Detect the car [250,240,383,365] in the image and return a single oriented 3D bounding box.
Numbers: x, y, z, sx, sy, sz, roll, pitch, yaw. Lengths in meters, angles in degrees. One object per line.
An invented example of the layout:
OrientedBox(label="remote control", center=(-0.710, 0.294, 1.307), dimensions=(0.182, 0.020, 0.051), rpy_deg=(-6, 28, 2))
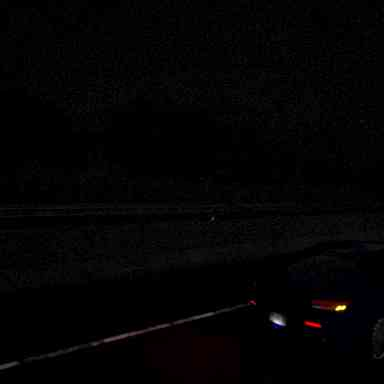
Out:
OrientedBox(label="car", center=(3.059, 1.606, 5.928), dimensions=(4.674, 1.442, 1.812), rpy_deg=(1, -1, -35))

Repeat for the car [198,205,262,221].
OrientedBox(label="car", center=(2.691, 1.694, 23.035), dimensions=(5.008, 1.535, 1.882), rpy_deg=(1, -1, -35))

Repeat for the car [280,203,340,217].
OrientedBox(label="car", center=(8.033, 1.405, 22.495), dimensions=(5.008, 1.535, 1.882), rpy_deg=(1, -1, -35))
